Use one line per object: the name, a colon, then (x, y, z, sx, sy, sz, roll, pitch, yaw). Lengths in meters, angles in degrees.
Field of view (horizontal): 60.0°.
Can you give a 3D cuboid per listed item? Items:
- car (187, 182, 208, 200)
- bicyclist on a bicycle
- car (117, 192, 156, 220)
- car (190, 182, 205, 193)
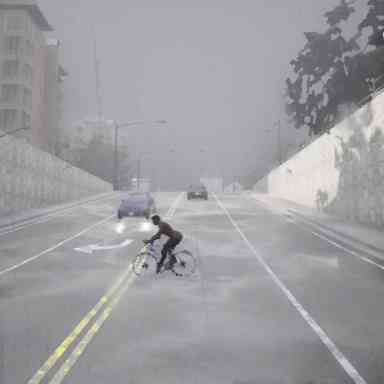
car: (0.553, -0.040, 33.640, 1.994, 1.385, 4.181, 0, 4, 1)
bicyclist on a bicycle: (-0.731, 1.405, 8.511, 1.656, 1.620, 0.582, -2, 1, 1)
car: (-3.336, 0.781, 20.767, 1.812, 1.442, 4.674, 0, 4, 1)
car: (0.714, -0.639, 44.300, 1.895, 1.301, 4.718, 0, 2, 1)
